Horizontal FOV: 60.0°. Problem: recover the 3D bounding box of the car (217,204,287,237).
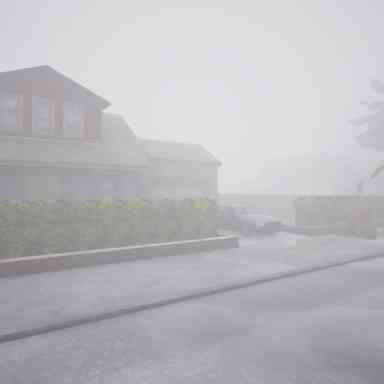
[{"bbox_3d":[2.235,1.356,16.975,2.033,1.415,5.357,0,0,-33],"label":"car"}]
